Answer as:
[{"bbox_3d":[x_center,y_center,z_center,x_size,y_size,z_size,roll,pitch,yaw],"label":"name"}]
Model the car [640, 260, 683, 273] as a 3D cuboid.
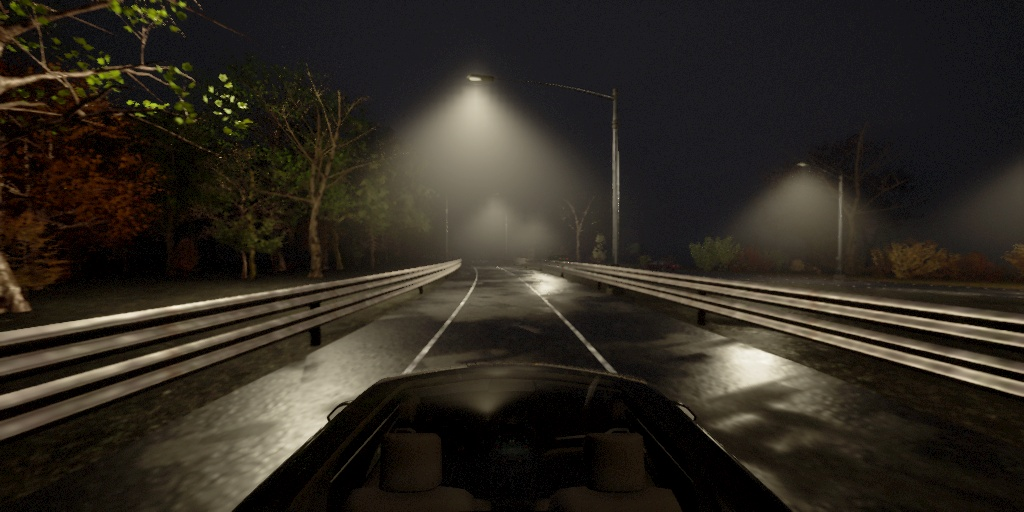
[{"bbox_3d":[18.757,1.225,45.250,2.033,1.411,5.357,0,1,-26],"label":"car"}]
